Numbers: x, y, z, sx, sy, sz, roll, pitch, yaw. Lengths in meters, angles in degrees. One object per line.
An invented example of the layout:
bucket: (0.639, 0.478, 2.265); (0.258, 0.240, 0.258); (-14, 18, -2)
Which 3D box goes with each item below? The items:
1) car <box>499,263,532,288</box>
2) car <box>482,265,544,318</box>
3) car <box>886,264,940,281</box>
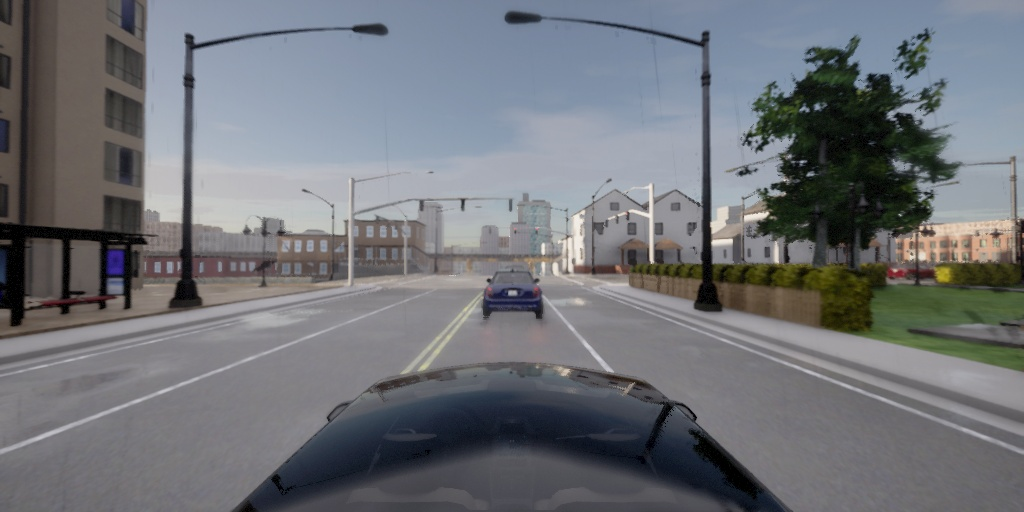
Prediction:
car: (0.399, 1.471, 28.453); (2.097, 1.767, 4.553); (0, -1, 7)
car: (0.046, 1.273, 14.025); (2.097, 1.767, 4.553); (0, -1, 0)
car: (41.122, 1.582, 36.507); (4.553, 1.767, 2.097); (0, -1, -1)
